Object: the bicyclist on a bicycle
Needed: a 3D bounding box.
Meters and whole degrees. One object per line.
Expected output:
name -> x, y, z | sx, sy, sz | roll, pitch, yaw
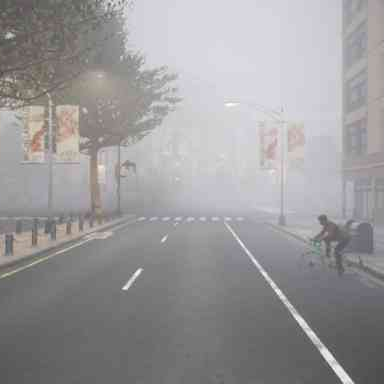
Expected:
bicyclist on a bicycle -> 3.584, 1.419, 8.658 | 1.656, 1.620, 0.582 | -1, 0, 2
